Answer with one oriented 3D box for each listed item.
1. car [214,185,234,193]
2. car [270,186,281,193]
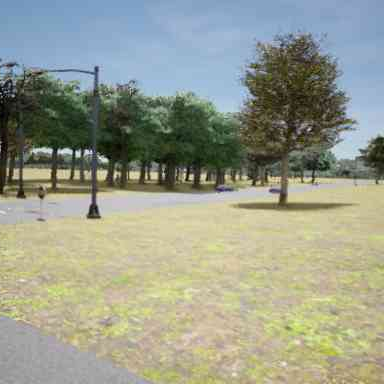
[{"bbox_3d":[6.040,-0.587,62.988,1.895,1.301,4.718,4,4,35],"label":"car"},{"bbox_3d":[17.714,-0.598,69.440,1.895,1.301,4.718,4,4,28],"label":"car"}]
